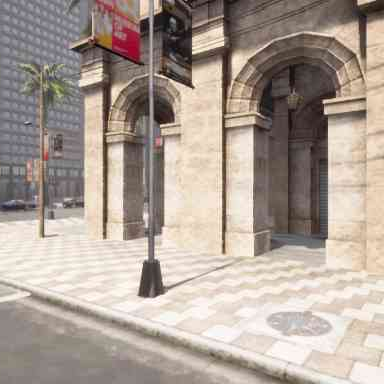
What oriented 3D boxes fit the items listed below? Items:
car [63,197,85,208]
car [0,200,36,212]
[{"bbox_3d":[-16.562,1.513,48.769,2.161,1.482,4.786,0,0,35],"label":"car"},{"bbox_3d":[-20.498,1.601,37.985,1.895,1.301,4.718,0,0,36],"label":"car"}]
